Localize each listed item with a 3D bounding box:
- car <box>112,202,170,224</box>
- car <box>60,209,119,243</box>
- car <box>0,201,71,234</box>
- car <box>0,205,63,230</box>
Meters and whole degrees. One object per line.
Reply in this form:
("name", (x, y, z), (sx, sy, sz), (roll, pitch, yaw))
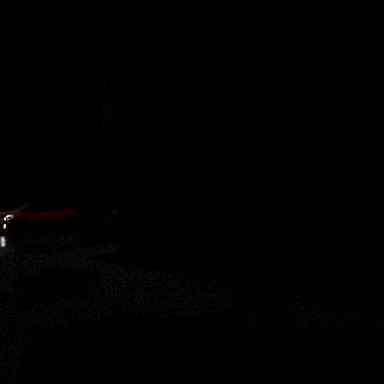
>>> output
("car", (-3.986, 1.613, 26.606), (1.812, 1.442, 4.674), (1, 0, 36))
("car", (-3.873, 1.627, 16.604), (2.008, 1.369, 4.403), (0, -1, 36))
("car", (-9.145, 1.351, 19.461), (2.097, 1.767, 4.553), (1, 0, 36))
("car", (-10.796, 1.558, 21.578), (1.802, 1.307, 4.206), (0, 0, 36))
